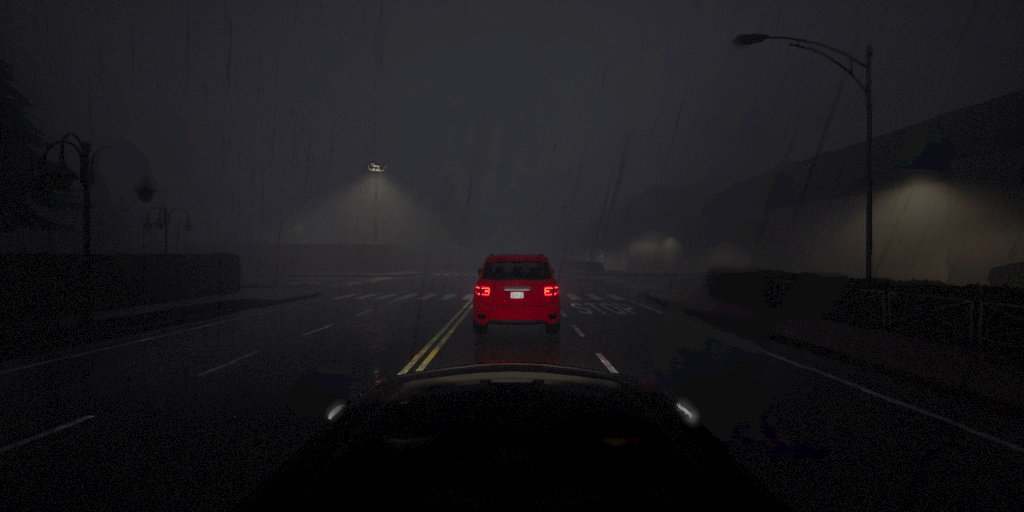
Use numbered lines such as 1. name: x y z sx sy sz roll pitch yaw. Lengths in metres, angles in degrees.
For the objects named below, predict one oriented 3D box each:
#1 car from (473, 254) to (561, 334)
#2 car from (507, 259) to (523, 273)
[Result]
1. car: 0.121 0.971 10.734 2.150 2.045 5.566 0 0 0
2. car: 0.353 1.228 45.586 1.882 1.535 5.008 0 0 1
